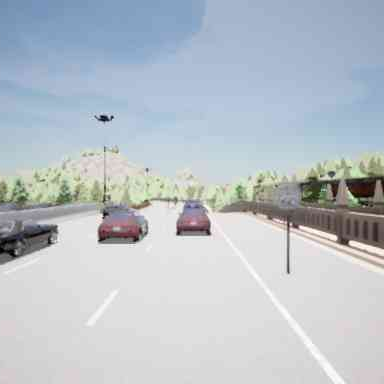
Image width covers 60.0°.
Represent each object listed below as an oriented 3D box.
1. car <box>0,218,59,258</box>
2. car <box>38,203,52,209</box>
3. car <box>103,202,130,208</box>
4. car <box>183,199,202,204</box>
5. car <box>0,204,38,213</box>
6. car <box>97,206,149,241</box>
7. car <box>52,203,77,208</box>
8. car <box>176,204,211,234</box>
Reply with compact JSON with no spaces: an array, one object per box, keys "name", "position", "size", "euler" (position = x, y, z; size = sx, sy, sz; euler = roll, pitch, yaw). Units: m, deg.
[{"name":"car","position":[-6.906,1.661,12.902],"size":[1.895,1.301,4.718],"euler":[0,0,0]},{"name":"car","position":[-21.086,2.275,47.510],"size":[1.837,1.490,4.892],"euler":[0,-4,0]},{"name":"car","position":[-6.916,1.633,30.861],"size":[2.128,1.511,4.902],"euler":[0,0,0]},{"name":"car","position":[0.080,1.610,37.462],"size":[2.097,1.767,4.553],"euler":[0,-2,0]},{"name":"car","position":[-14.111,1.665,25.179],"size":[2.033,1.411,5.357],"euler":[0,0,0]},{"name":"car","position":[-3.409,1.641,17.083],"size":[1.994,1.385,4.181],"euler":[0,0,0]},{"name":"car","position":[-17.588,2.274,47.696],"size":[2.128,1.511,4.902],"euler":[0,-4,0]},{"name":"car","position":[0.090,1.651,19.819],"size":[1.994,1.385,4.181],"euler":[0,0,0]}]
